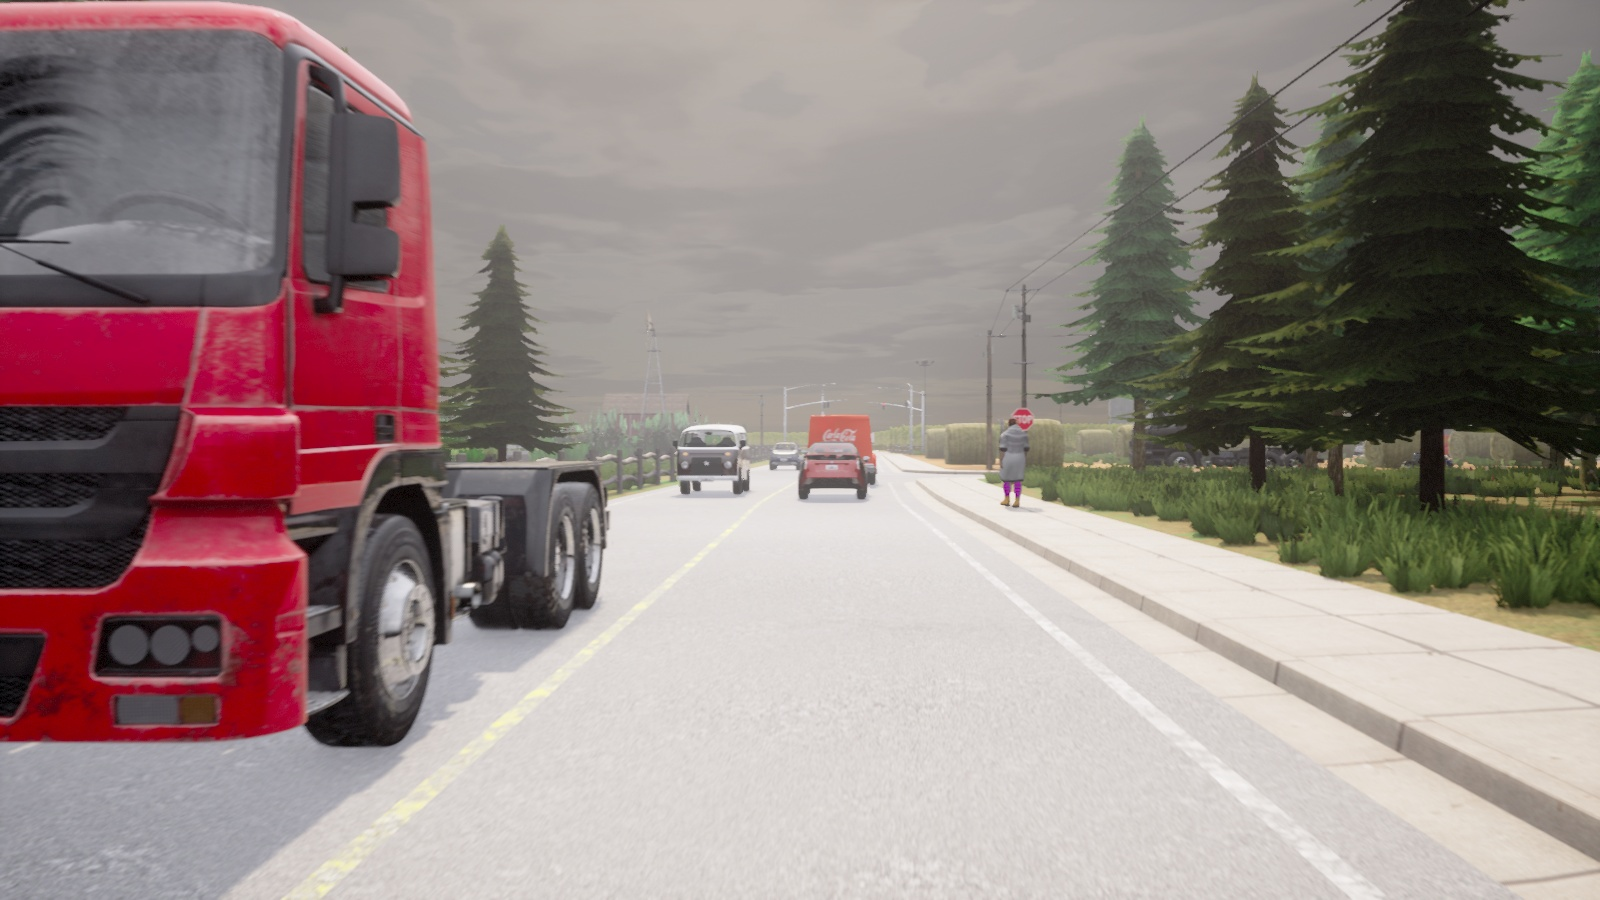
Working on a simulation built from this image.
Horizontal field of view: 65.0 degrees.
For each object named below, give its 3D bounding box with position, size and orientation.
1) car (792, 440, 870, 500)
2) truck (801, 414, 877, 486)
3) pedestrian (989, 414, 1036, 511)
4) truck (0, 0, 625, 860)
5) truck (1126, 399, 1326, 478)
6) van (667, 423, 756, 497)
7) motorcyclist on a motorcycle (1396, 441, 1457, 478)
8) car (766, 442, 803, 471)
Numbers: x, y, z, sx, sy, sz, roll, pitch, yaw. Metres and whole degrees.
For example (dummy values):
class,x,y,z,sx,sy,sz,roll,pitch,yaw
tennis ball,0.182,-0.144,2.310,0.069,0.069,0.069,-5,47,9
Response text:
class,x,y,z,sx,sy,sz,roll,pitch,yaw
car,0.883,0.493,34.265,2.007,1.525,4.514,0,0,2
truck,1.475,-0.009,45.871,2.627,2.467,5.204,0,0,3
pedestrian,4.354,0.258,25.765,0.659,1.952,0.873,0,0,-11
truck,-3.279,-0.287,8.493,2.891,3.462,7.936,0,0,1
truck,18.946,-0.505,56.184,7.936,3.462,2.891,0,0,0
van,-2.509,0.252,36.721,2.069,2.038,4.480,0,0,3
motorcyclist on a motorcycle,27.990,0.437,56.155,2.350,1.649,0.766,0,0,0
car,-0.810,0.326,69.164,1.789,1.549,3.705,0,0,3
